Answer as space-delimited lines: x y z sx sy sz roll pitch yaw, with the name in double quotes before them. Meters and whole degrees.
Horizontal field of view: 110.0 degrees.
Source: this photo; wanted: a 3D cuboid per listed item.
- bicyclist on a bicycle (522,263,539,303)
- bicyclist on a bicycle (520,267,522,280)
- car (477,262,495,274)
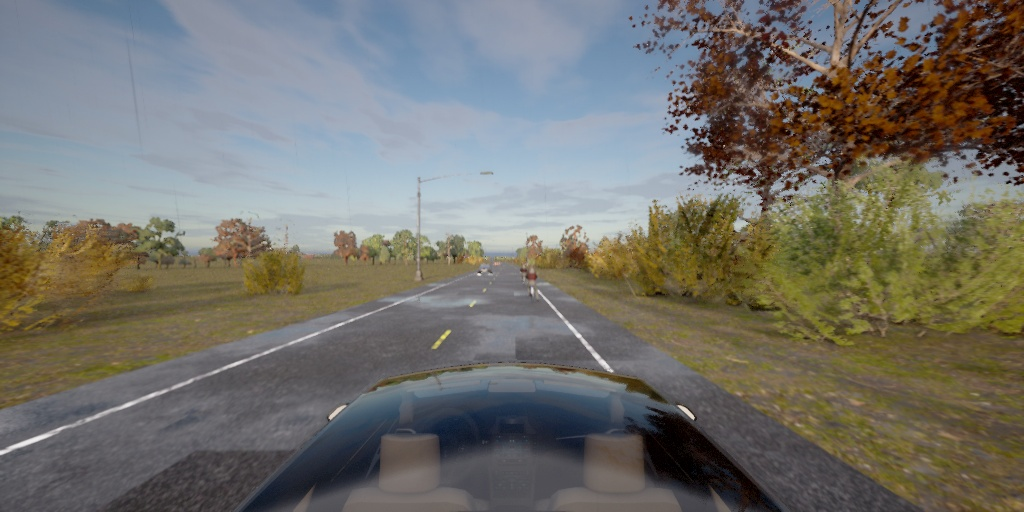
"bicyclist on a bicycle" 0.936 1.298 16.961 0.659 1.776 1.843 0 0 0
"bicyclist on a bicycle" 0.892 1.415 26.973 0.659 1.776 1.843 0 0 0
"car" -3.863 1.865 51.760 1.812 1.442 4.674 0 -1 -1
